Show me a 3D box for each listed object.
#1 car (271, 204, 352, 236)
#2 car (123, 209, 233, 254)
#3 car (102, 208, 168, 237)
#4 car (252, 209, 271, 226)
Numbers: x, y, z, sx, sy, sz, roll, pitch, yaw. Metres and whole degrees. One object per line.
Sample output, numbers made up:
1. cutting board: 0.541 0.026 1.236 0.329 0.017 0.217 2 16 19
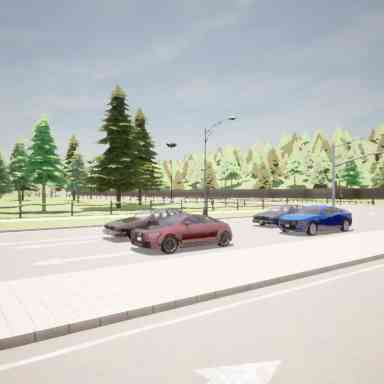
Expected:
1. car: 6.990 1.478 18.700 5.008 1.535 1.882 0 0 -35
2. car: -0.345 1.564 13.546 4.181 1.385 1.994 0 0 -36
3. car: -1.705 1.547 16.869 5.357 1.411 2.033 0 0 -35
4. car: 6.531 1.547 22.643 5.357 1.411 2.033 0 0 -35
